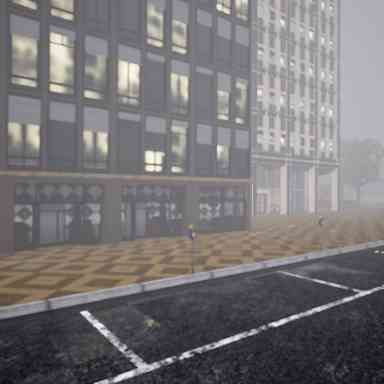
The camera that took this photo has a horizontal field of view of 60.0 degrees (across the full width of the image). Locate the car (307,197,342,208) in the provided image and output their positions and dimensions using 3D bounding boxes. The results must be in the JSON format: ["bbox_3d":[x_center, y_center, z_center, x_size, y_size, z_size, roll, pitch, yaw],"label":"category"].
[{"bbox_3d":[20.569,1.676,52.934,2.192,1.841,5.009,-1,0,-36],"label":"car"}]

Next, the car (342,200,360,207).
[{"bbox_3d":[26.999,1.974,57.812,1.802,1.307,4.206,-1,0,-36],"label":"car"}]
